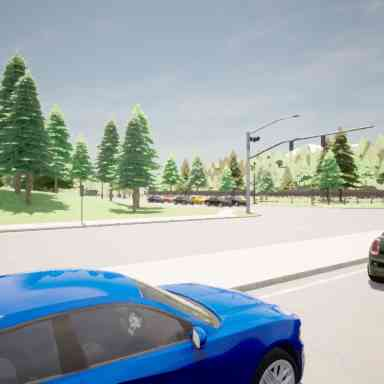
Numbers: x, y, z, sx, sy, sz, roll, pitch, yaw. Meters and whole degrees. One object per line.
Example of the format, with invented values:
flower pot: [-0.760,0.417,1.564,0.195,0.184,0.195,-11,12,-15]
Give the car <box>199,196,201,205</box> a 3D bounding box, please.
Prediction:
car: [1.107,1.478,60.113,1.882,1.535,5.008,0,0,-35]

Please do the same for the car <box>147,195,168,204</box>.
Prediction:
car: [-7.242,1.505,66.020,1.837,1.490,4.892,0,0,-35]

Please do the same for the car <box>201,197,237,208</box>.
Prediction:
car: [3.962,1.478,49.893,1.882,1.535,5.008,0,0,-35]

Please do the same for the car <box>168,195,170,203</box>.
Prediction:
car: [-4.636,1.352,68.443,2.097,1.767,4.553,0,0,-35]

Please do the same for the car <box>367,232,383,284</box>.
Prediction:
car: [6.463,1.352,8.386,4.553,1.767,2.097,0,0,-35]

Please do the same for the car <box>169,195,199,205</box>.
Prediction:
car: [-1.416,1.505,57.599,1.837,1.490,4.892,0,0,-35]

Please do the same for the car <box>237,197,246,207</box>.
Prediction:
car: [6.581,1.478,52.258,1.882,1.535,5.008,0,0,-35]

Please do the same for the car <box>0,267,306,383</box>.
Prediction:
car: [-1.032,1.478,3.012,5.008,1.535,1.882,0,0,-35]
